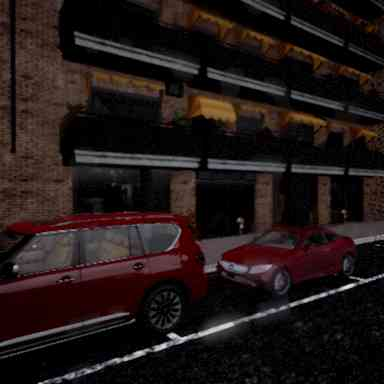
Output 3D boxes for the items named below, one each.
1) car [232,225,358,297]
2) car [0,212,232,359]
[{"bbox_3d":[2.541,1.523,8.374,4.206,1.307,1.802,-1,1,-36],"label":"car"},{"bbox_3d":[-2.047,1.305,5.097,5.009,1.841,2.192,-1,1,-36],"label":"car"}]
